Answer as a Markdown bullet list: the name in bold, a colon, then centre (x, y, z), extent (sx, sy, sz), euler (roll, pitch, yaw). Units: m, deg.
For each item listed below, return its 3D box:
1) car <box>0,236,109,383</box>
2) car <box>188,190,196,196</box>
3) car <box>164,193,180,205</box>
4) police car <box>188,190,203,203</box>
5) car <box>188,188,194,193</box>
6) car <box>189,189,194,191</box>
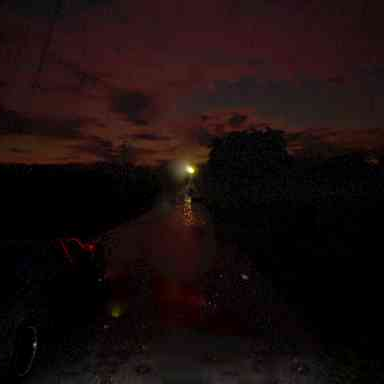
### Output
- **car**: centre (-2.852, 1.518, 5.610), extent (2.033, 1.411, 5.357), euler (0, 0, 0)
- **car**: centre (-0.050, 0.289, 87.739), extent (1.895, 1.301, 4.718), euler (0, 2, 0)
- **car**: centre (-2.858, 0.990, 48.441), extent (2.097, 1.767, 4.553), euler (0, 1, 0)
- **police car**: centre (0.794, 0.973, 54.346), extent (1.930, 1.638, 5.238), euler (0, 1, 0)
- **car**: centre (0.784, 0.595, 70.204), extent (2.097, 1.767, 4.553), euler (0, 1, 0)
- **car**: centre (0.788, 0.820, 64.425), extent (1.801, 1.575, 5.366), euler (0, 1, 0)
